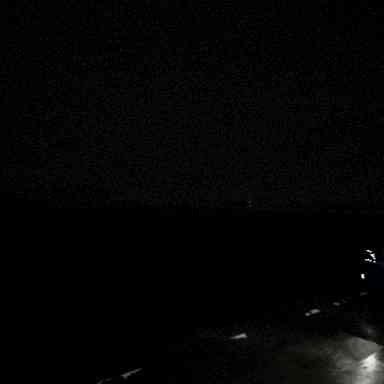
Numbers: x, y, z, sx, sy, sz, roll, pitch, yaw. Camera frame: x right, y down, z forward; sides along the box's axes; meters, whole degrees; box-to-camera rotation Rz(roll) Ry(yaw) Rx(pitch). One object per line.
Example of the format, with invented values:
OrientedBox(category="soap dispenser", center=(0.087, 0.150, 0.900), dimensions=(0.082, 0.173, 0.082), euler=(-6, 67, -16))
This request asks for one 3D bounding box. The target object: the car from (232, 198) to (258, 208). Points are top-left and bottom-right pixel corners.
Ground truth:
OrientedBox(category="car", center=(8.811, 1.724, 55.322), dimensions=(2.097, 1.767, 4.553), euler=(1, -1, -35))

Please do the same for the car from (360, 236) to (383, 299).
OrientedBox(category="car", center=(6.005, 1.241, 7.348), dimensions=(5.566, 2.045, 2.150), euler=(0, 0, -35))
